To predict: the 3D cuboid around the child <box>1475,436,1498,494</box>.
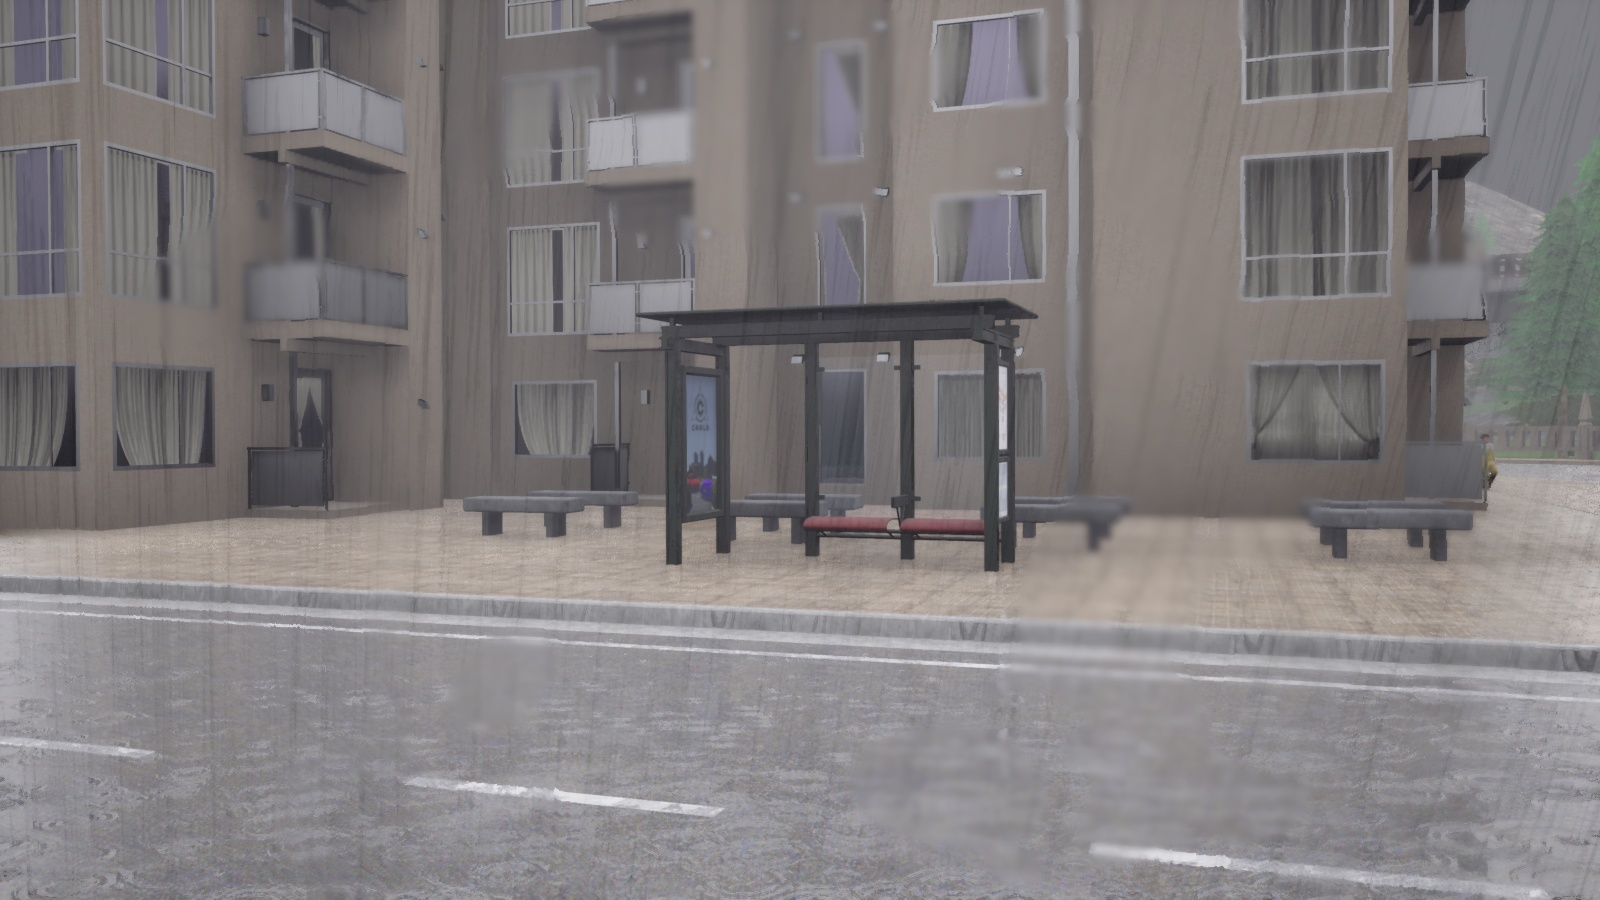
[{"bbox_3d":[15.090,0.320,27.597,0.270,1.263,0.437,0,1,3],"label":"child"}]
